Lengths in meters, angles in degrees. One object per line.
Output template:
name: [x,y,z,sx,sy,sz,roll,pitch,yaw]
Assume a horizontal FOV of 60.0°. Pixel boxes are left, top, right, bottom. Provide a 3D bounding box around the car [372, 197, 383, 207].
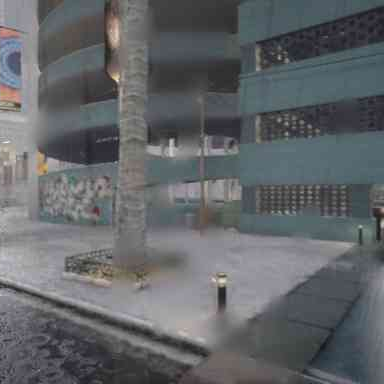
car: [23.782,1.321,40.733,4.674,1.452,2.002,0,0,36]
